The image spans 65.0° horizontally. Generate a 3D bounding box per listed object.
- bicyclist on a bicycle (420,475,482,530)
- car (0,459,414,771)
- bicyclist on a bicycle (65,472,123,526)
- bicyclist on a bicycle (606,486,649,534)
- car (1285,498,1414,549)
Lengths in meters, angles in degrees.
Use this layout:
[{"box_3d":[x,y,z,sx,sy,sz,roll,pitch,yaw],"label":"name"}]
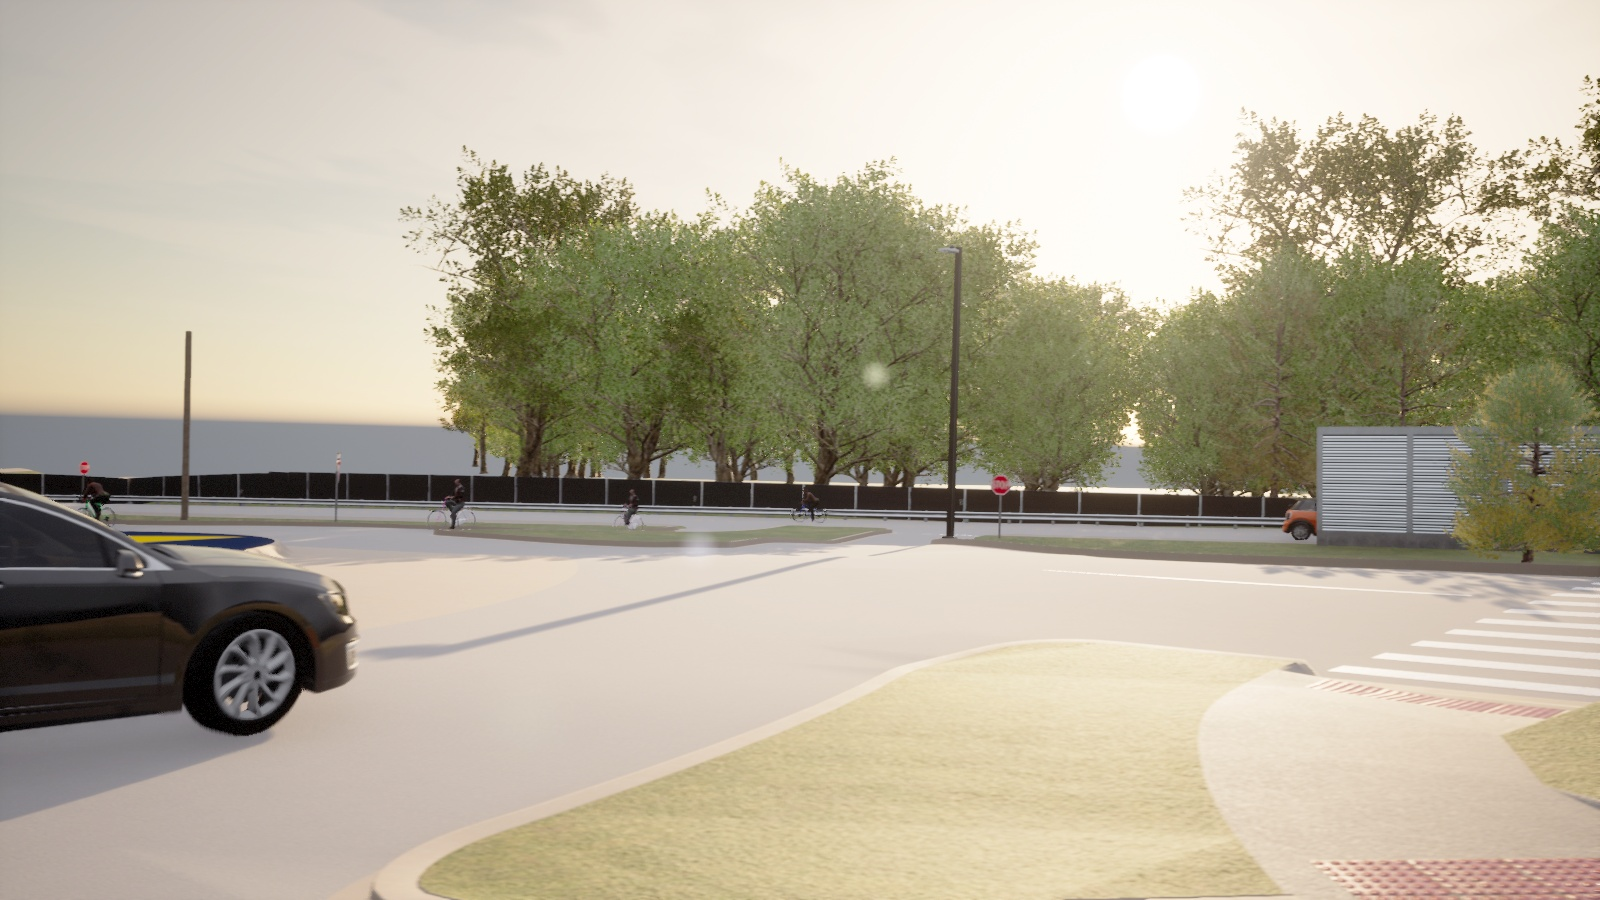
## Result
[{"box_3d":[-11.677,1.755,42.055,0.659,1.776,1.843,0,-3,42],"label":"bicyclist on a bicycle"},{"box_3d":[-4.753,0.813,6.714,1.837,1.490,4.892,3,0,38],"label":"car"},{"box_3d":[-21.972,1.502,39.072,1.656,1.620,0.582,1,1,18],"label":"bicyclist on a bicycle"},{"box_3d":[-6.670,2.334,48.627,0.659,1.776,1.843,-1,-4,29],"label":"bicyclist on a bicycle"},{"box_3d":[21.826,2.891,50.080,4.553,1.767,2.097,1,0,20],"label":"car"}]
